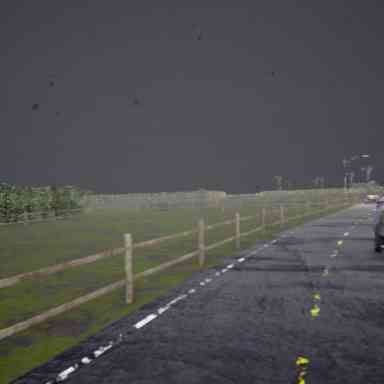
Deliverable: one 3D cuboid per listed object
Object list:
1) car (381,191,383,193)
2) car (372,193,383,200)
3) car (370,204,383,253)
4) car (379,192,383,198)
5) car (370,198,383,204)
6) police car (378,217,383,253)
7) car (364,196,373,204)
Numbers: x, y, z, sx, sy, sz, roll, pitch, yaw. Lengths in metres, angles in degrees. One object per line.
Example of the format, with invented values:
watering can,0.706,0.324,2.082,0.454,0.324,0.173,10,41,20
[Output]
car,25.075,0.832,41.990,2.150,2.045,5.566,-2,0,32
car,19.558,1.181,33.269,1.882,1.535,5.008,-2,0,33
car,7.936,1.384,12.642,1.837,1.490,4.892,-2,0,28
car,47.765,0.786,82.741,1.812,1.442,4.674,-1,0,33
car,10.833,1.313,17.792,1.882,1.535,5.008,-2,0,31
police car,3.628,1.358,3.909,1.930,1.638,5.238,-2,0,24
car,27.923,1.199,51.561,1.895,1.301,4.718,-2,0,33
